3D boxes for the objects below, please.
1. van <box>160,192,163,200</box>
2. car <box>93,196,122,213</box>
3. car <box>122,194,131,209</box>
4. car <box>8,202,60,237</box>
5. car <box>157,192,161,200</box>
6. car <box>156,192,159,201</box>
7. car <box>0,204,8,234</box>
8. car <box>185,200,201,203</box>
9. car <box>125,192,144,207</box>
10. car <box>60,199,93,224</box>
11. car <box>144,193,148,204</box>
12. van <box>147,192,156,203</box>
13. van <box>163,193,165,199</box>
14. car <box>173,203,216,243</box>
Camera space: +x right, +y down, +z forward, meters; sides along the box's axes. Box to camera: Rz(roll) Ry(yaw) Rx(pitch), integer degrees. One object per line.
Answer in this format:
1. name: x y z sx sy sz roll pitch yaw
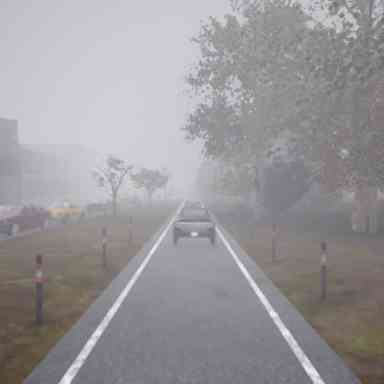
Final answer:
1. van: -9.101 1.135 84.519 1.878 1.987 4.442 0 -1 -3
2. car: -9.032 1.313 33.662 2.097 1.535 5.008 0 0 2
3. car: -9.040 1.304 39.210 2.097 1.535 5.008 0 0 2
4. car: -9.009 1.323 17.027 2.097 1.535 5.008 0 0 2
5. car: -9.090 1.381 78.006 2.163 1.488 4.792 0 -1 -2
6. car: -9.083 1.343 72.495 2.231 1.521 4.892 0 -1 -2
7. car: -9.002 1.323 11.471 2.231 1.521 4.892 0 0 2
8. car: 0.094 1.544 38.521 1.895 1.301 4.718 0 0 0
9. car: -9.052 1.092 49.094 2.435 2.045 5.566 0 0 1
10. car: -9.026 1.308 23.409 1.946 1.575 5.366 0 0 2
11. car: -9.061 1.379 55.839 2.002 1.452 4.674 0 0 0
12. van: -9.081 1.130 66.810 1.878 1.987 4.442 0 0 2
13. van: -9.267 1.147 94.469 1.878 1.987 4.442 0 -1 -2
14. car: 0.097 1.495 15.987 2.128 1.511 4.902 0 0 0
